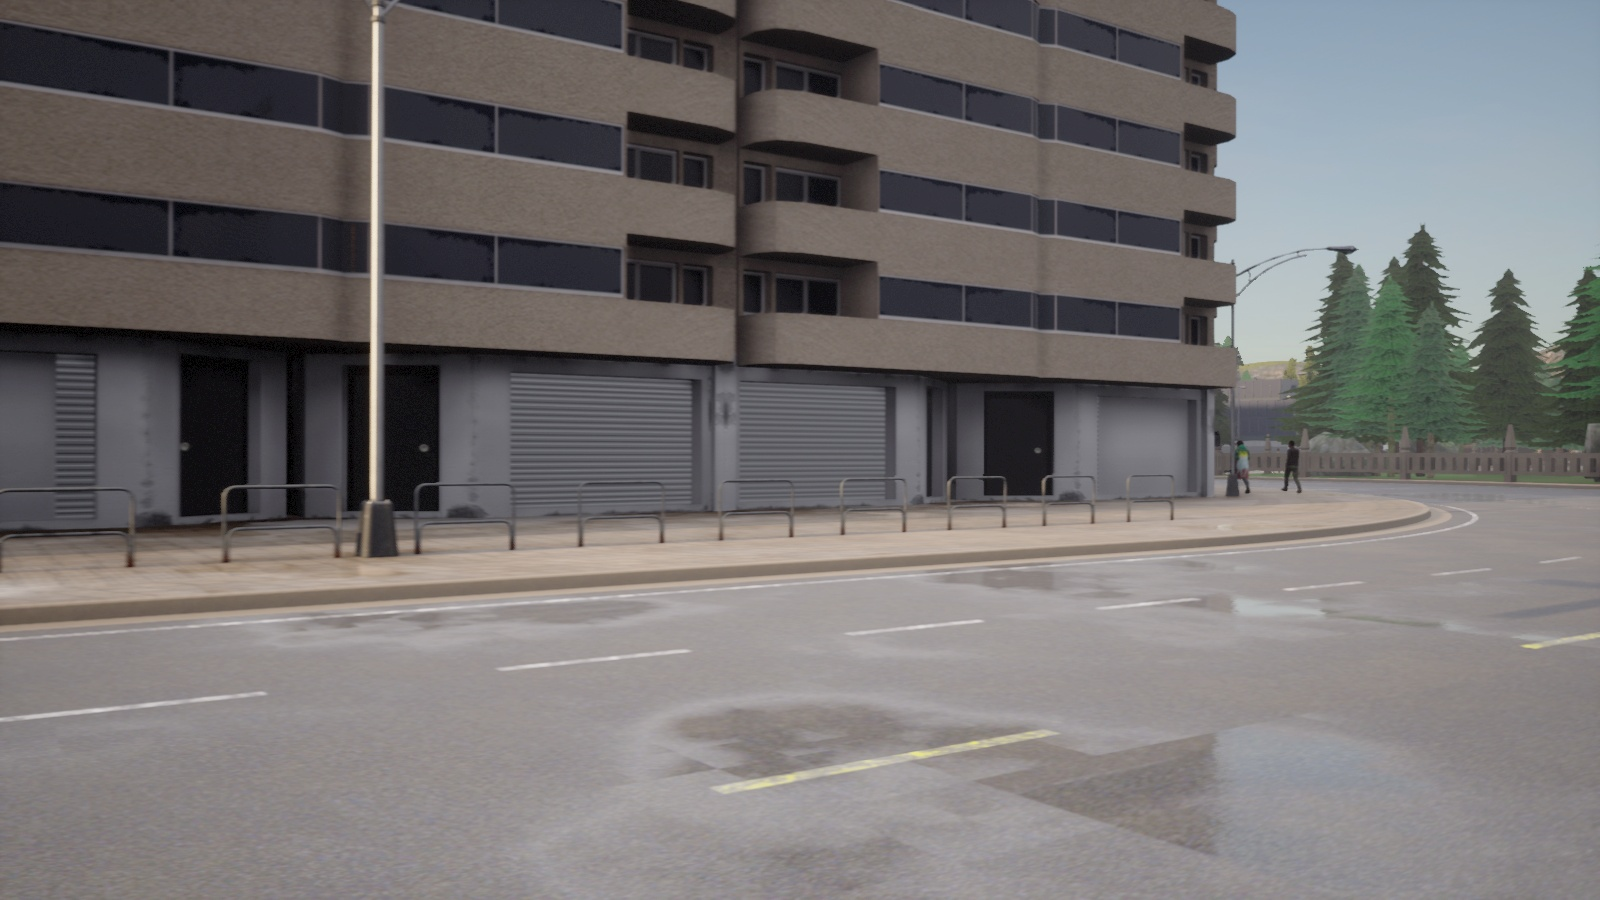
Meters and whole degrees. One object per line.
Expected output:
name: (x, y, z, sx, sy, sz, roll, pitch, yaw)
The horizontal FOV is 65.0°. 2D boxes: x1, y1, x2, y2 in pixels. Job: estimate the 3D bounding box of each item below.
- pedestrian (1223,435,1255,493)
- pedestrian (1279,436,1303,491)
pedestrian: (14.916, 0.469, 42.675, 0.659, 1.952, 0.873, 0, 0, -16)
pedestrian: (16.651, 0.460, 42.613, 0.431, 1.840, 0.703, 0, 0, -14)
